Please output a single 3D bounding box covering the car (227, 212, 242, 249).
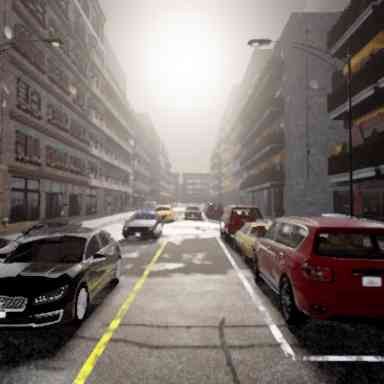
[{"bbox_3d":[2.626,1.736,12.928,1.752,1.417,4.829,1,-1,0],"label":"car"}]

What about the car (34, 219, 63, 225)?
[{"bbox_3d":[-5.255,1.739,12.738,1.947,1.339,4.313,1,-1,0],"label":"car"}]

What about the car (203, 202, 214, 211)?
[{"bbox_3d":[2.946,2.693,61.704,1.801,1.575,5.366,0,-1,0],"label":"car"}]

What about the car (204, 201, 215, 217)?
[{"bbox_3d":[2.712,2.070,40.555,2.192,1.841,5.009,1,-1,0],"label":"car"}]

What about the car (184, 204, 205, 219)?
[{"bbox_3d":[0.120,2.275,37.230,1.895,1.301,4.718,0,-1,0],"label":"car"}]

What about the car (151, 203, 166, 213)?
[{"bbox_3d":[-5.139,2.492,51.494,1.752,1.417,4.829,1,-1,0],"label":"car"}]

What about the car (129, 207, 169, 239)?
[{"bbox_3d":[-2.778,1.860,19.804,2.033,1.411,5.357,0,-1,0],"label":"car"}]

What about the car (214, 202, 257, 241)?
[{"bbox_3d":[2.646,1.624,18.326,2.192,1.841,5.009,1,-1,0],"label":"car"}]

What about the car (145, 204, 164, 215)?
[{"bbox_3d":[-5.156,2.396,46.103,2.008,1.369,4.403,1,-1,0],"label":"car"}]

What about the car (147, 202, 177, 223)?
[{"bbox_3d":[-2.722,2.021,31.596,1.882,1.535,5.008,0,-1,1],"label":"car"}]

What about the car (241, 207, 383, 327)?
[{"bbox_3d":[2.613,1.424,7.203,2.192,1.841,5.009,1,-1,0],"label":"car"}]

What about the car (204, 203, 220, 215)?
[{"bbox_3d":[2.726,2.319,46.116,1.967,1.590,4.097,1,-1,0],"label":"car"}]

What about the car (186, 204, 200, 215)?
[{"bbox_3d":[0.158,2.470,47.816,1.994,1.385,4.181,0,-1,0],"label":"car"}]

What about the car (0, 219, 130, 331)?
[{"bbox_3d":[-2.820,1.593,7.331,1.837,1.490,4.892,0,-1,0],"label":"car"}]

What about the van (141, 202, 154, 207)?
[{"bbox_3d":[-5.167,2.062,40.544,1.690,1.788,3.998,1,-1,0],"label":"van"}]
